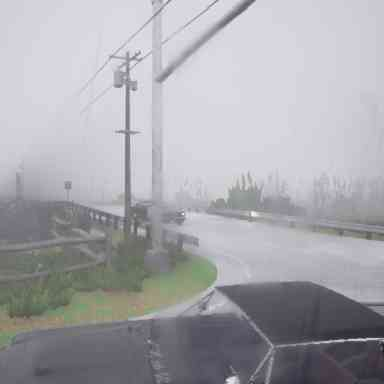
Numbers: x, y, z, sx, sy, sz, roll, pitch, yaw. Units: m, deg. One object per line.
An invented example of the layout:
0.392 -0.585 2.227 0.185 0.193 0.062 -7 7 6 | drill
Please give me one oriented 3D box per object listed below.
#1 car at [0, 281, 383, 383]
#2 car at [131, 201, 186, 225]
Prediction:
0.532 1.607 2.952 4.718 1.301 1.895 0 0 -12 | car
-2.258 1.245 20.431 1.895 1.301 4.718 0 3 -32 | car
